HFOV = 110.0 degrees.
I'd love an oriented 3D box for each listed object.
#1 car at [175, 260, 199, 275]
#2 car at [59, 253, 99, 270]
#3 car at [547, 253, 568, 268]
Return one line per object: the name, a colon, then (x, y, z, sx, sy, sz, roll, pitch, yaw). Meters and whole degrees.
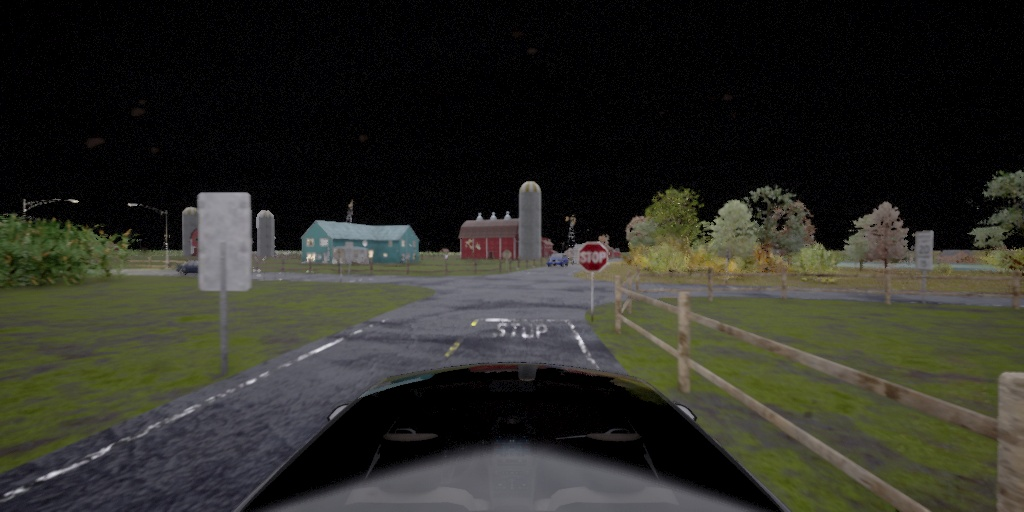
car: (-27.848, 1.031, 32.413, 5.357, 1.411, 2.033, 0, 1, 19)
car: (-48.697, 0.632, 39.813, 5.566, 2.045, 2.150, 0, 1, 19)
car: (6.778, 0.603, 52.872, 2.150, 2.045, 5.566, 0, 0, 20)
